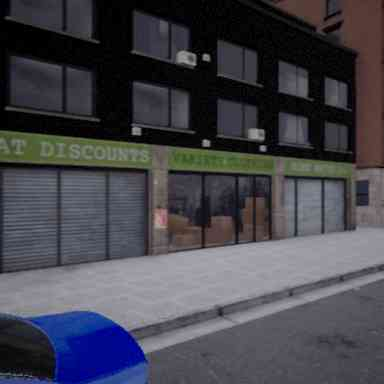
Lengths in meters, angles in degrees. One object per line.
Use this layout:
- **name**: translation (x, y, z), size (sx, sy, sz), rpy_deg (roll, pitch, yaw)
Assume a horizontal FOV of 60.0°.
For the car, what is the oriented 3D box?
- **car**: translation (-2.558, 1.481, 1.423), size (5.008, 1.535, 1.882), rpy_deg (0, 0, -36)
